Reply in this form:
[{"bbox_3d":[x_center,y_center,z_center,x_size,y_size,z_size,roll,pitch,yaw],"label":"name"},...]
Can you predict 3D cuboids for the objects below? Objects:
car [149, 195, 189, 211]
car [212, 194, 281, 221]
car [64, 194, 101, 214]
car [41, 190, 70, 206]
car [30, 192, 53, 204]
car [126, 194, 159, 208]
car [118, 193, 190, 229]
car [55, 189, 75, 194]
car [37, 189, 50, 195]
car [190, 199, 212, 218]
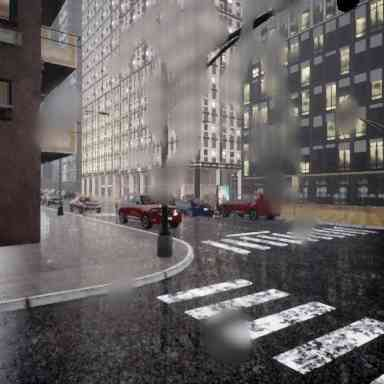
[{"bbox_3d":[-2.386,1.070,33.234,1.947,1.339,4.313,1,0,-36],"label":"car"},{"bbox_3d":[4.142,1.027,24.259,2.192,1.841,5.009,1,0,-36],"label":"car"},{"bbox_3d":[-9.128,1.067,28.257,1.802,1.307,4.206,2,0,-36],"label":"car"},{"bbox_3d":[-15.648,0.827,37.229,2.008,1.369,4.403,2,0,-36],"label":"car"},{"bbox_3d":[-18.909,0.752,41.715,1.802,1.307,4.206,2,0,-36],"label":"car"},{"bbox_3d":[-5.648,0.965,37.721,1.947,1.339,4.313,1,0,-36],"label":"car"},{"bbox_3d":[-2.600,1.008,19.283,2.192,1.841,5.009,2,0,-36],"label":"car"},{"bbox_3d":[-19.984,0.504,53.020,1.837,1.490,4.892,0,1,-36],"label":"car"},{"bbox_3d":[-34.996,-0.011,78.108,1.887,1.381,4.507,1,0,-36],"label":"car"},{"bbox_3d":[-0.184,1.199,25.809,1.994,1.385,4.181,0,1,-36],"label":"car"}]
